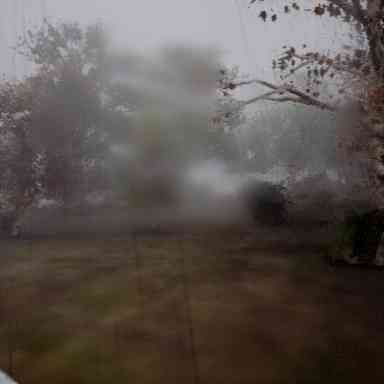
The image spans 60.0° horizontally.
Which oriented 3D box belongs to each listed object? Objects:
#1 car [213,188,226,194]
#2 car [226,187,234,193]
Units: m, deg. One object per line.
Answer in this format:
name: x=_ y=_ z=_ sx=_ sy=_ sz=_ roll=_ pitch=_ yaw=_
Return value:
car: x=5.587 y=-0.276 z=89.085 sx=5.366 sy=1.575 sz=1.946 roll=-4 pitch=1 yaw=-23
car: x=10.648 y=-0.630 z=91.271 sx=5.366 sy=1.575 sz=1.946 roll=-4 pitch=1 yaw=-23
